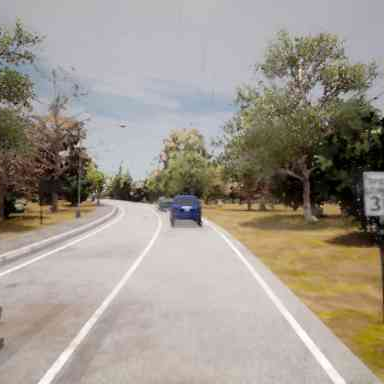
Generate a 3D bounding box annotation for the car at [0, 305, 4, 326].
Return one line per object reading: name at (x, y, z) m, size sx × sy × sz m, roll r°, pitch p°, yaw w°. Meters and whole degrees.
car at (-3.592, 1.551, 2.351) m, size 2.033 × 1.411 × 5.357 m, roll 0°, pitch 0°, yaw 0°

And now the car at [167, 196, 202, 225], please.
car at (-0.552, 1.286, 24.556) m, size 2.150 × 2.045 × 5.566 m, roll 1°, pitch 0°, yaw -5°

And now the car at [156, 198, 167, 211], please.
car at (-3.465, 1.606, 42.765) m, size 1.837 × 1.490 × 4.892 m, roll 1°, pitch 0°, yaw -13°
